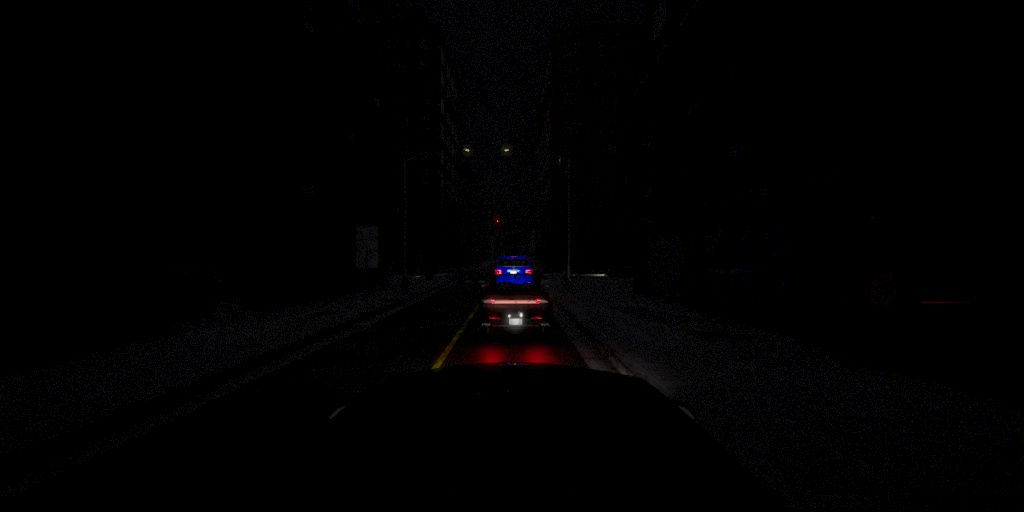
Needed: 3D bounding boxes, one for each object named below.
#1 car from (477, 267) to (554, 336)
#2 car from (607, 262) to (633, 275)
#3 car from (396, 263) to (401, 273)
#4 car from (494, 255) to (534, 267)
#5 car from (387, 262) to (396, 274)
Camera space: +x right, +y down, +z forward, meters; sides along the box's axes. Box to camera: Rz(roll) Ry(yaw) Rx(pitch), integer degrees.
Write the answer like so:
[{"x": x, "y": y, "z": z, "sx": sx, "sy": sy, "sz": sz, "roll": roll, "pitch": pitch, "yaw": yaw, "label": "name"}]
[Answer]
[{"x": 0.098, "y": 1.241, "z": 10.356, "sx": 2.128, "sy": 1.511, "sz": 4.902, "roll": 0, "pitch": 0, "yaw": 0, "label": "car"}, {"x": 12.159, "y": 1.316, "z": 37.689, "sx": 4.181, "sy": 1.385, "sz": 1.994, "roll": 0, "pitch": 0, "yaw": 0, "label": "car"}, {"x": -14.659, "y": 1.289, "z": 40.328, "sx": 4.313, "sy": 1.339, "sz": 1.948, "roll": 0, "pitch": 0, "yaw": 0, "label": "car"}, {"x": 0.103, "y": 0.971, "z": 20.668, "sx": 2.150, "sy": 2.045, "sz": 5.566, "roll": 0, "pitch": 0, "yaw": 1, "label": "car"}, {"x": -14.687, "y": 0.970, "z": 34.841, "sx": 5.566, "sy": 2.045, "sz": 2.150, "roll": 0, "pitch": 0, "yaw": 2, "label": "car"}]
